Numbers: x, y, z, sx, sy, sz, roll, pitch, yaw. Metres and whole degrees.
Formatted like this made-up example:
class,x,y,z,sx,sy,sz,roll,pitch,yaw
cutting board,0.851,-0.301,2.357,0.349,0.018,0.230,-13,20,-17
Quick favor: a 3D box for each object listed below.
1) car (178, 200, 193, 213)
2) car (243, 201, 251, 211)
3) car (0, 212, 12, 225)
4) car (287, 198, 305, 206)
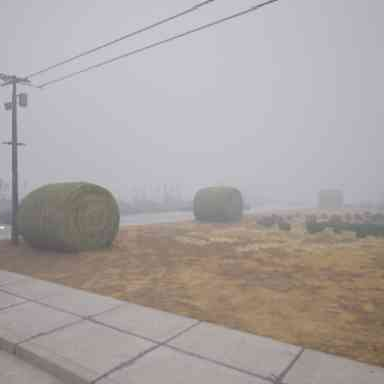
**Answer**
class,x,y,z,sx,sy,sz,roll,pitch,yaw
car,0.362,1.704,40.908,1.837,1.490,4.892,-1,0,38
car,5.686,1.686,41.695,1.812,1.442,4.674,-1,0,38
car,-12.084,1.772,25.151,1.994,1.385,4.181,-1,0,38
car,17.953,1.677,57.257,1.812,1.442,4.674,-1,0,38
